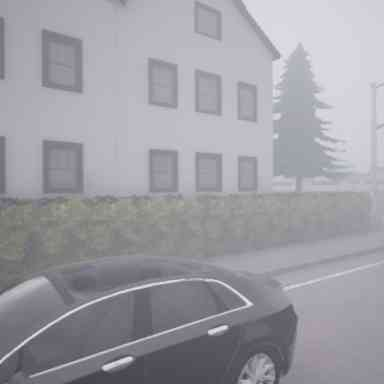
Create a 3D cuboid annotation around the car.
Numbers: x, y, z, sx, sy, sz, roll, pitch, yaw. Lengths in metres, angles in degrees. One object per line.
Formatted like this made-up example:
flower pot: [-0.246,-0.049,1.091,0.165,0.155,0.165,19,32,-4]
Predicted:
car: [-1.009,1.499,3.240,4.892,1.490,1.837,0,0,-35]
